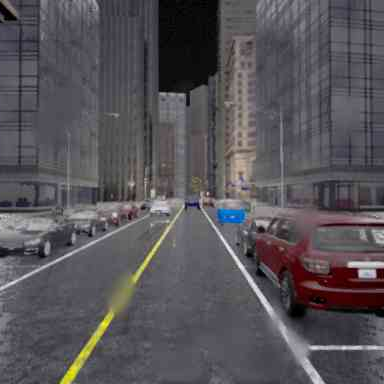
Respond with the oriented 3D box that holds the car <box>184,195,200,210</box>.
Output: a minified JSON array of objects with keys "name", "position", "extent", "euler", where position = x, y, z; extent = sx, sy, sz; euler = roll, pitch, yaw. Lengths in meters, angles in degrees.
[{"name":"car","position":[0.043,1.470,48.805],"extent":[2.150,2.045,5.566],"euler":[0,-1,0]}]

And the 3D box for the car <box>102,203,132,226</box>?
[{"name":"car","position":[-5.839,1.537,23.868],"extent":[1.967,1.590,4.097],"euler":[1,0,0]}]

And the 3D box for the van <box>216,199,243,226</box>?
[{"name":"van","position":[2.687,1.438,23.860],"extent":[1.690,1.788,3.998],"euler":[1,0,0]}]

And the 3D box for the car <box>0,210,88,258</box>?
[{"name":"car","position":[-5.843,1.599,12.948],"extent":[2.008,1.369,4.403],"euler":[1,0,0]}]

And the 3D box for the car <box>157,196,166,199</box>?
[{"name":"car","position":[-5.831,1.843,56.452],"extent":[1.752,1.417,4.829],"euler":[0,0,0]}]

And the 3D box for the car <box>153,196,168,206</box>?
[{"name":"car","position":[-5.828,1.681,62.083],"extent":[2.192,1.841,5.009],"euler":[0,0,0]}]

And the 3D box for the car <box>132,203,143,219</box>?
[{"name":"car","position":[-5.838,1.671,29.327],"extent":[1.887,1.381,4.507],"euler":[1,0,0]}]

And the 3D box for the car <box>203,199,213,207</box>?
[{"name":"car","position":[2.694,1.863,56.616],"extent":[1.887,1.381,4.507],"euler":[0,0,0]}]

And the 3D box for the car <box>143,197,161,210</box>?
[{"name":"car","position":[-5.834,1.798,45.704],"extent":[1.947,1.339,4.313],"euler":[1,0,0]}]

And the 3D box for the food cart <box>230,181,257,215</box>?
[{"name":"food cart","position":[5.631,0.638,37.156],"extent":[2.280,3.560,4.660],"euler":[-1,-1,0]}]

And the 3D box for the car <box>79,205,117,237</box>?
[{"name":"car","position":[-5.841,1.622,18.408],"extent":[2.008,1.369,4.403],"euler":[1,0,0]}]

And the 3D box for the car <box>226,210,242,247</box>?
[{"name":"car","position":[2.682,1.599,12.939],"extent":[2.008,1.369,4.403],"euler":[1,0,0]}]

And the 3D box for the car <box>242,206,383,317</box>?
[{"name":"car","position":[2.683,1.342,7.479],"extent":[2.192,1.841,5.009],"euler":[1,0,0]}]

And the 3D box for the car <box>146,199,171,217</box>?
[{"name":"car","position":[-3.080,1.673,33.055],"extent":[1.812,1.442,4.674],"euler":[0,-1,0]}]
